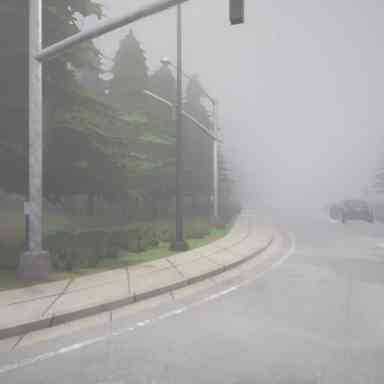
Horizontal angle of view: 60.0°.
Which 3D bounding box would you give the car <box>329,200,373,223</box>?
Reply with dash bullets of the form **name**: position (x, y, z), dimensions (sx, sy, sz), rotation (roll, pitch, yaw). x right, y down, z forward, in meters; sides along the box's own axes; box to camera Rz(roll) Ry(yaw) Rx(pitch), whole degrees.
- **car**: position (12.047, 1.352, 25.485), dimensions (2.097, 1.767, 4.553), rotation (0, 0, 10)
